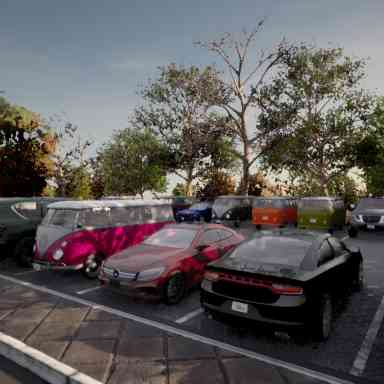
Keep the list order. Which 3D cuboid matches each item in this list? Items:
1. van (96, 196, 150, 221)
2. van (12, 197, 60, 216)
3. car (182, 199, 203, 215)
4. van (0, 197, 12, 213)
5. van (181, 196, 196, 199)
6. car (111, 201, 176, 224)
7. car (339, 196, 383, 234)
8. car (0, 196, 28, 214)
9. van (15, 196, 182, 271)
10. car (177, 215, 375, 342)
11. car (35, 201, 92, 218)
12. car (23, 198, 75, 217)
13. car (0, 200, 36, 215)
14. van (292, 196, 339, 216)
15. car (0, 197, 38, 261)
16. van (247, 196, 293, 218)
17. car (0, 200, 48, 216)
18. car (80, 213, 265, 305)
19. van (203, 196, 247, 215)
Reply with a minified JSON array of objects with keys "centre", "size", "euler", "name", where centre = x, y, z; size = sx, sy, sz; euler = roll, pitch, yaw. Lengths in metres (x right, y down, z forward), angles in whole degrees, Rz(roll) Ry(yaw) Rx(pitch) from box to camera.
[{"centre":[-5.840,1.349,28.651],"size":[1.878,1.987,4.442],"euler":[-1,-1,36],"name":"van"},{"centre":[-17.100,1.527,36.717],"size":[1.878,1.987,4.442],"euler":[-1,-1,36],"name":"van"},{"centre":[0.852,1.468,23.720],"size":[2.097,1.535,5.008],"euler":[-1,-1,36],"name":"car"},{"centre":[-26.203,1.696,43.238],"size":[1.878,1.987,4.442],"euler":[-1,-1,36],"name":"van"},{"centre":[-1.474,1.278,25.236],"size":[1.878,1.987,4.442],"euler":[-1,-1,36],"name":"van"},{"centre":[-3.761,1.536,26.791],"size":[1.946,1.575,5.366],"euler":[-1,-1,36],"name":"car"},{"centre":[9.724,1.225,17.324],"size":[2.435,2.045,5.566],"euler":[0,0,36],"name":"car"},{"centre":[-23.905,1.616,41.482],"size":[2.435,2.045,5.566],"euler":[-1,-1,36],"name":"car"},{"centre":[-2.465,1.234,9.856],"size":[1.878,1.987,4.442],"euler":[0,0,36],"name":"van"},{"centre":[2.113,1.478,6.714],"size":[2.097,1.535,5.008],"euler":[0,0,36],"name":"car"},{"centre":[-12.767,1.683,33.463],"size":[2.097,1.535,5.008],"euler":[-1,-1,36],"name":"car"},{"centre":[-14.934,1.591,34.983],"size":[2.185,1.767,4.553],"euler":[-1,-1,36],"name":"car"},{"centre":[-21.775,1.823,39.694],"size":[1.946,1.575,5.366],"euler":[-1,-1,36],"name":"car"},{"centre":[7.556,1.242,19.055],"size":[1.878,1.987,4.442],"euler":[0,0,36],"name":"van"},{"centre":[-4.637,1.200,11.591],"size":[2.435,2.045,5.566],"euler":[0,0,36],"name":"car"},{"centre":[5.405,1.233,20.595],"size":[1.878,1.987,4.442],"euler":[0,0,36],"name":"van"},{"centre":[-19.422,1.789,38.228],"size":[2.231,1.521,4.892],"euler":[-1,-1,36],"name":"car"},{"centre":[-0.139,1.509,8.337],"size":[2.002,1.452,4.674],"euler":[0,0,36],"name":"car"},{"centre":[2.910,1.224,22.096],"size":[1.878,1.987,4.442],"euler":[0,0,36],"name":"van"}]
